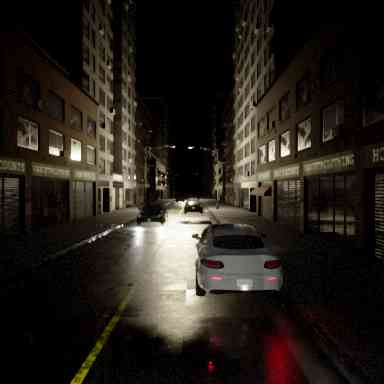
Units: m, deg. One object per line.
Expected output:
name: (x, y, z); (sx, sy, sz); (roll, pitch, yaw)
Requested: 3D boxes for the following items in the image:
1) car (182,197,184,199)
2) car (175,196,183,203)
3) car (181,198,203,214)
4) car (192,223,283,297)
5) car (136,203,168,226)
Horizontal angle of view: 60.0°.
car: (0.151, 1.523, 45.708); (2.128, 1.511, 4.902); (0, 0, 0)
car: (-2.534, 1.622, 70.933); (2.033, 1.411, 5.357); (0, 0, 0)
car: (0.171, 1.582, 35.738); (1.994, 1.385, 4.181); (0, 0, 1)
car: (0.988, 1.527, 8.491); (1.812, 1.442, 4.674); (0, 0, 0)
car: (-2.778, 1.532, 23.910); (1.812, 1.442, 4.674); (0, 0, 0)
